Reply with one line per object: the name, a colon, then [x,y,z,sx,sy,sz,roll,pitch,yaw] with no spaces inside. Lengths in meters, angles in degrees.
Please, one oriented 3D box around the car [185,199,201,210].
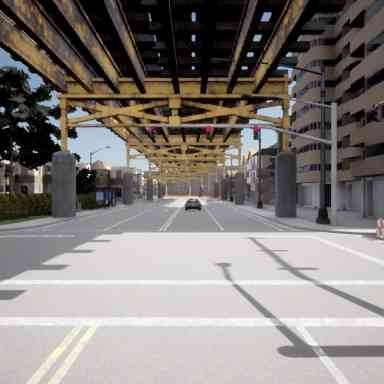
car: [0.143,1.564,43.097,1.994,1.385,4.181,0,0,0]
